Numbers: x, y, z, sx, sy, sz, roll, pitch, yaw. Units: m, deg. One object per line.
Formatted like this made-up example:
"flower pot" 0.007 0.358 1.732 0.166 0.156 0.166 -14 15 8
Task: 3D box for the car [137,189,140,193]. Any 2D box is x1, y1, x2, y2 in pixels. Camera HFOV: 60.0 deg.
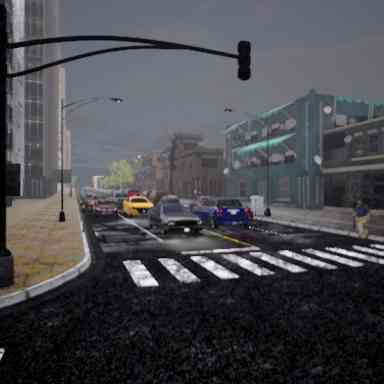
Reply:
"car" -6.373 0.670 49.877 2.192 1.841 5.009 1 0 -20

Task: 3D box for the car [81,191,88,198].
"car" -14.276 0.916 47.077 1.802 1.307 4.206 1 0 -20

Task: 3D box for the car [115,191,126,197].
"car" -17.501 0.445 81.241 1.947 1.339 4.313 1 1 -20

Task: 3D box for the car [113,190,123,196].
"car" -19.352 0.238 86.466 1.967 1.590 4.097 1 1 -20

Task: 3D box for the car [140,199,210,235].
"car" -1.116 1.310 17.694 2.033 1.411 5.357 0 1 -20

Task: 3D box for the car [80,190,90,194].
"car" -16.129 0.802 52.304 1.887 1.381 4.507 1 0 -20

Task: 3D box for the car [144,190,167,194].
"car" -4.518 0.746 44.648 2.192 1.841 5.009 1 0 -20

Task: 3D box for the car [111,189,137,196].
"car" -7.668 0.861 36.206 2.097 1.767 4.553 0 1 -19

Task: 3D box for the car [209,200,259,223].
"car" 2.891 1.304 23.741 1.802 1.307 4.206 1 0 -20

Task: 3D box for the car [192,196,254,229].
"car" 1.513 1.110 19.704 2.097 1.767 4.553 0 1 -19

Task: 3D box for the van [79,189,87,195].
"van" -21.686 0.361 67.983 1.690 1.788 3.998 1 0 -20

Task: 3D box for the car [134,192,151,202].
"car" -8.287 0.801 55.266 1.752 1.417 4.829 1 0 -20

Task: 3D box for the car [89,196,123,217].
"car" -6.861 1.211 26.169 1.802 1.307 4.206 1 0 -20

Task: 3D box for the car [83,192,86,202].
"car" -12.422 0.991 41.848 1.802 1.307 4.206 1 0 -20

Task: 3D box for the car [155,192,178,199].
"car" -2.669 1.056 39.424 2.008 1.369 4.403 1 0 -20

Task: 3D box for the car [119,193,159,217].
"car" -4.380 1.115 26.922 1.882 1.535 5.008 0 1 -20

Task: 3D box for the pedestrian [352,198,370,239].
"pedestrian" 7.451 1.148 14.634 0.375 1.860 0.375 1 0 -20

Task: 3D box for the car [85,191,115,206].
"car" -8.712 0.997 31.394 1.967 1.590 4.097 1 0 -20

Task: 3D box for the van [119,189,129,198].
"van" -15.642 0.302 76.012 1.690 1.788 3.998 1 1 -20

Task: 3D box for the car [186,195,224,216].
"car" 1.039 1.091 28.970 1.967 1.590 4.097 1 0 -20
